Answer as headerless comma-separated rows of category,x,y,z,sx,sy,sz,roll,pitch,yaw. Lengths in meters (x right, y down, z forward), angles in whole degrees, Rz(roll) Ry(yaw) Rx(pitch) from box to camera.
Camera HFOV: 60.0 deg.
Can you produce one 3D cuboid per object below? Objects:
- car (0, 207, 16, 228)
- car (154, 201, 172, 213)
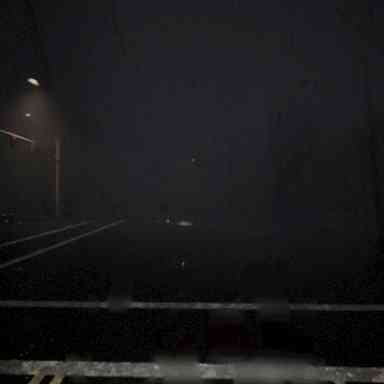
car,-14.547,1.785,23.274,4.902,1.511,2.128,-1,0,25
car,-3.489,1.854,40.663,1.994,1.385,4.181,0,0,0
